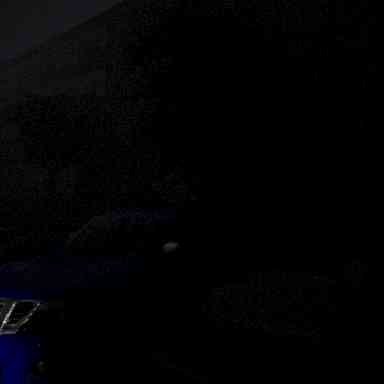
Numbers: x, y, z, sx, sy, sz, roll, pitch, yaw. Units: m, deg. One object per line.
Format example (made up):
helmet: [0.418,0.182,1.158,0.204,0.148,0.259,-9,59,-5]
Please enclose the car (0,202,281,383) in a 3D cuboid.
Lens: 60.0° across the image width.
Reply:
car: [-0.716,1.243,5.757,2.435,2.045,5.566,0,0,35]
